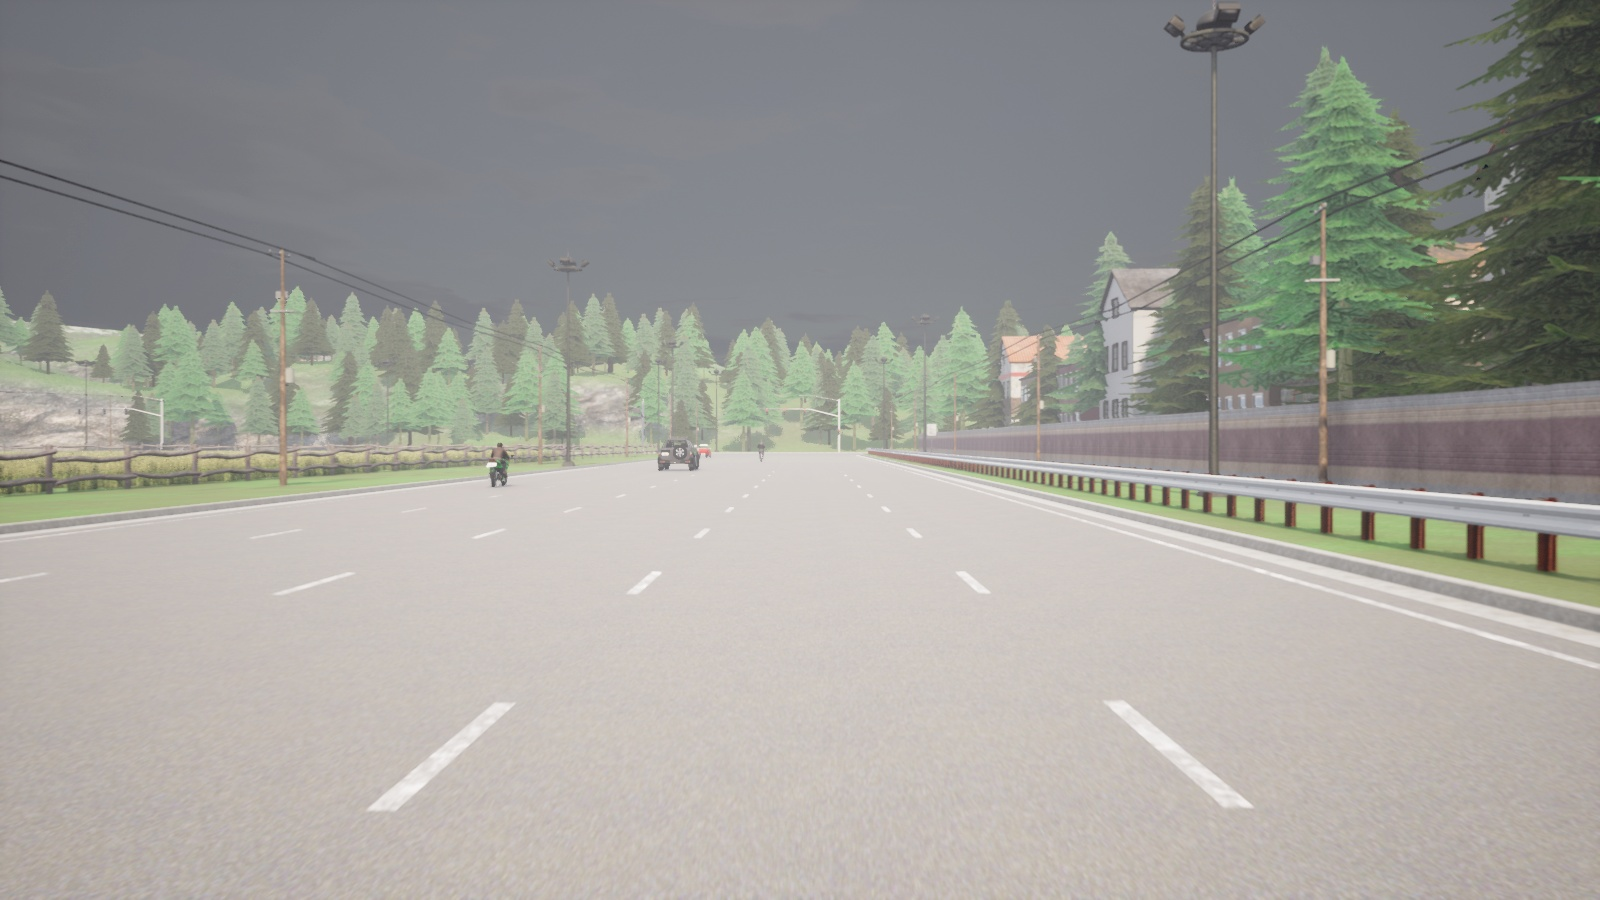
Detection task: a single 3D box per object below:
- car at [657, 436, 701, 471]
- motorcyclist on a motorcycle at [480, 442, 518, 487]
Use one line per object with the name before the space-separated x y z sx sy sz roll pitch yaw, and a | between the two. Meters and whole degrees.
car | -6.593 0.171 68.559 1.932 1.855 4.605 0 0 0
motorcyclist on a motorcycle | -10.241 0.479 42.753 0.797 1.523 2.044 0 0 0
